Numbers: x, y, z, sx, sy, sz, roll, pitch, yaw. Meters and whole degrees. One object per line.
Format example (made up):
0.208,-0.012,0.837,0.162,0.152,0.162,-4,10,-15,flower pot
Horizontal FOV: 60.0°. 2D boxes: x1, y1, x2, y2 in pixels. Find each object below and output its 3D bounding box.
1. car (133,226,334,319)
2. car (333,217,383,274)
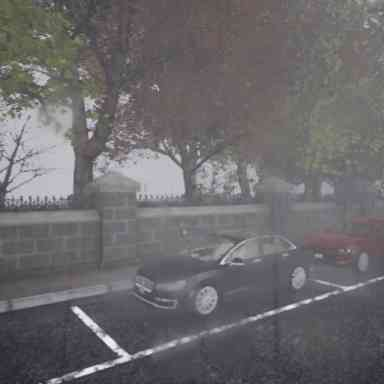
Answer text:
0.877,1.538,7.278,4.403,1.369,2.008,0,0,-36,car
5.356,1.519,10.537,4.507,1.381,1.887,0,0,-36,car
